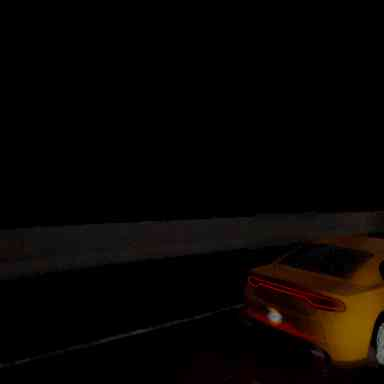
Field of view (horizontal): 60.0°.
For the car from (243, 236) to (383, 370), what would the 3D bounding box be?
[{"bbox_3d":[3.128,1.532,5.871,5.008,1.535,1.882,1,0,-35],"label":"car"}]
